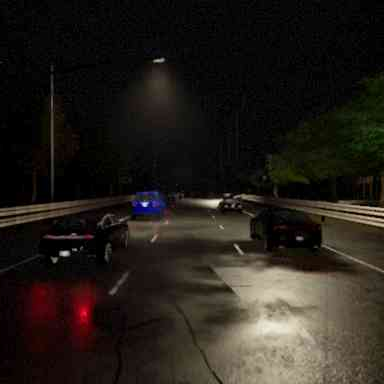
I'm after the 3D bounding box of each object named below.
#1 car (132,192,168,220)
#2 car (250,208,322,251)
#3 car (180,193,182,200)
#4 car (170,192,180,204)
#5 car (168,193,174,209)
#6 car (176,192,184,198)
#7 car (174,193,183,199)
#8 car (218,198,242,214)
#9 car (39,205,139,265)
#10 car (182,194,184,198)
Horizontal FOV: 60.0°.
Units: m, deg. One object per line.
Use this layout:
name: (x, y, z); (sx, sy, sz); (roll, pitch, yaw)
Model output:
car: (-3.380, 1.017, 26.390); (2.150, 2.045, 5.566); (0, 0, 0)
car: (3.613, 1.385, 13.618); (1.882, 1.535, 5.008); (0, 0, 0)
car: (-3.457, 0.811, 61.782); (2.097, 1.767, 4.553); (0, 0, 0)
car: (-3.464, 1.031, 50.806); (2.128, 1.511, 4.902); (0, 1, 0)
car: (-3.472, 1.182, 39.803); (1.812, 1.442, 4.674); (0, 1, 0)
car: (-3.435, 0.937, 94.796); (2.097, 1.767, 4.553); (0, -1, 0)
car: (-3.441, 0.985, 83.823); (2.128, 1.511, 4.902); (0, 0, 0)
car: (3.624, 1.289, 31.885); (2.033, 1.411, 5.357); (0, 1, 0)
car: (-3.395, 1.416, 11.336); (2.128, 1.511, 4.902); (0, 0, 0)
car: (-3.450, 0.947, 72.849); (2.163, 1.488, 4.792); (0, 0, 0)
